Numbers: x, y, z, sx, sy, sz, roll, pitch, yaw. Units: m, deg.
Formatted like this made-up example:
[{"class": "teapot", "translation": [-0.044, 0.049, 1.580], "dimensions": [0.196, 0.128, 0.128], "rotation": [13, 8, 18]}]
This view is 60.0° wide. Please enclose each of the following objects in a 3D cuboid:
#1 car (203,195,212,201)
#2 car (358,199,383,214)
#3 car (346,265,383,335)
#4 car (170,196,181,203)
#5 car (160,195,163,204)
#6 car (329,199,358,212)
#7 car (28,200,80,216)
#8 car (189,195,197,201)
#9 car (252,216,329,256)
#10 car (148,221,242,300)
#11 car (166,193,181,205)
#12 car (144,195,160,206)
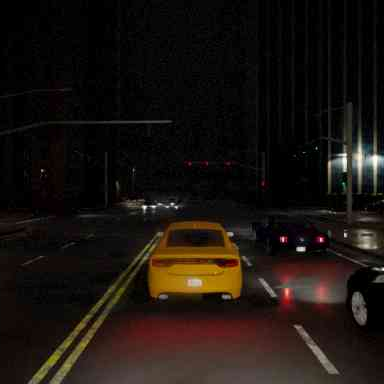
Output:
[{"class": "car", "translation": [3.734, 1.429, 79.593], "dimensions": [1.837, 1.490, 4.892], "rotation": [0, 0, 0]}, {"class": "car", "translation": [20.950, 1.491, 35.420], "dimensions": [4.902, 1.511, 2.128], "rotation": [0, 0, -1]}, {"class": "car", "translation": [3.612, 1.505, 3.935], "dimensions": [1.837, 1.490, 4.892], "rotation": [0, 0, 0]}, {"class": "car", "translation": [-3.307, 1.564, 68.403], "dimensions": [1.994, 1.385, 4.181], "rotation": [0, 0, 1]}, {"class": "car", "translation": [-6.846, 1.352, 65.287], "dimensions": [2.097, 1.767, 4.553], "rotation": [0, 0, 1]}, {"class": "car", "translation": [19.036, 1.547, 38.903], "dimensions": [5.357, 1.411, 2.033], "rotation": [0, 0, 0]}, {"class": "car", "translation": [-13.049, 1.525, 31.477], "dimensions": [4.674, 1.442, 1.812], "rotation": [0, 0, 0]}, {"class": "car", "translation": [0.235, 1.367, 80.143], "dimensions": [1.994, 1.385, 4.181], "rotation": [0, 0, 0]}, {"class": "car", "translation": [3.620, 1.601, 13.206], "dimensions": [1.895, 1.301, 4.718], "rotation": [0, 0, 0]}, {"class": "car", "translation": [0.079, 1.478, 8.448], "dimensions": [1.882, 1.535, 5.008], "rotation": [0, 0, 1]}, {"class": "car", "translation": [-3.398, 1.221, 59.044], "dimensions": [2.150, 2.045, 5.566], "rotation": [0, 0, 0]}, {"class": "car", "translation": [-6.922, 1.505, 56.100], "dimensions": [1.837, 1.490, 4.892], "rotation": [0, 0, 0]}]
